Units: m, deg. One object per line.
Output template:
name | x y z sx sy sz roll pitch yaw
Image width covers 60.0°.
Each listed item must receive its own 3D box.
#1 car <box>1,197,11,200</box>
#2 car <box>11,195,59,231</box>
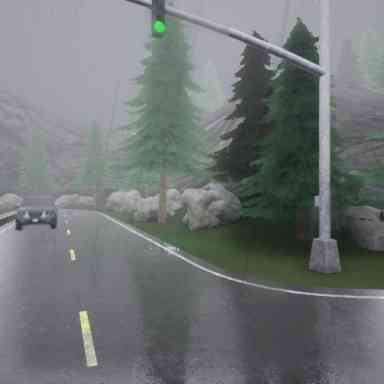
car | -23.013 1.387 42.219 4.674 1.442 1.812 0 0 25
car | -9.799 1.249 21.281 2.150 2.045 5.566 0 0 -21
